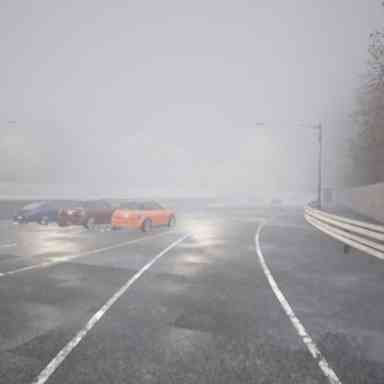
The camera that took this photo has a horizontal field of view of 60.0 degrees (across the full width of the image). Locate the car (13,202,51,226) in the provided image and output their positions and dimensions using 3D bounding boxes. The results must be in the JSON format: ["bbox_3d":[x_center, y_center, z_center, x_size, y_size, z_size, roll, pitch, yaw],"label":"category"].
[{"bbox_3d":[-9.284,1.353,21.683,1.812,1.442,4.674,1,0,21],"label":"car"}]

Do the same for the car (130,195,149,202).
[{"bbox_3d":[-11.585,1.448,73.369,1.882,1.535,5.008,1,0,21],"label":"car"}]

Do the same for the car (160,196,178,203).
[{"bbox_3d":[-4.855,1.557,71.357,1.882,1.535,5.008,1,0,21],"label":"car"}]

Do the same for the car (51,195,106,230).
[{"bbox_3d":[-6.003,1.235,20.459,2.097,1.767,4.553,1,0,21],"label":"car"}]

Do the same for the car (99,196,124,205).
[{"bbox_3d":[-13.919,1.401,57.893,1.812,1.442,4.674,1,0,22],"label":"car"}]

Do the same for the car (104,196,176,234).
[{"bbox_3d":[-2.679,1.294,19.324,2.097,1.767,4.553,1,0,21],"label":"car"}]

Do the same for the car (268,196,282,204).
[{"bbox_3d":[19.022,1.856,74.711,2.097,1.767,4.553,1,0,21],"label":"car"}]

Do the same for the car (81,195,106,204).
[{"bbox_3d":[-17.342,1.345,58.734,1.812,1.442,4.674,1,0,22],"label":"car"}]

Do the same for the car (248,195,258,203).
[{"bbox_3d":[16.124,1.718,86.478,2.150,2.045,5.566,1,0,21],"label":"car"}]

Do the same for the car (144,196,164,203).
[{"bbox_3d":[-8.157,1.566,72.525,2.033,1.411,5.357,1,0,21],"label":"car"}]

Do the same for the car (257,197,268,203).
[{"bbox_3d":[17.927,1.984,81.505,1.882,1.535,5.008,1,0,21],"label":"car"}]
